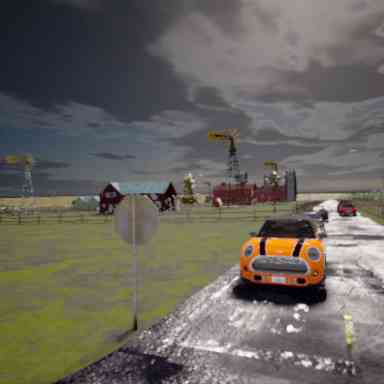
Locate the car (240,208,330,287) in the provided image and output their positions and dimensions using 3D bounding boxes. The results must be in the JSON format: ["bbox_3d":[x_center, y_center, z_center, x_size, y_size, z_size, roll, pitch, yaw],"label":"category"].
[{"bbox_3d":[2.910,1.529,10.013,2.097,1.767,4.553,-1,-1,22],"label":"car"}]

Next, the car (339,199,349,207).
[{"bbox_3d":[35.268,2.525,77.270,2.097,1.767,4.553,-1,-1,23],"label":"car"}]

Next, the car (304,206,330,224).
[{"bbox_3d":[11.576,2.051,30.644,1.994,1.385,4.181,-1,-1,23],"label":"car"}]

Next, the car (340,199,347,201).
[{"bbox_3d":[22.656,2.208,49.463,1.882,1.535,5.008,-1,-1,23],"label":"car"}]

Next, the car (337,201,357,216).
[{"bbox_3d":[18.690,2.106,40.004,1.812,1.442,4.674,-1,-1,23],"label":"car"}]
